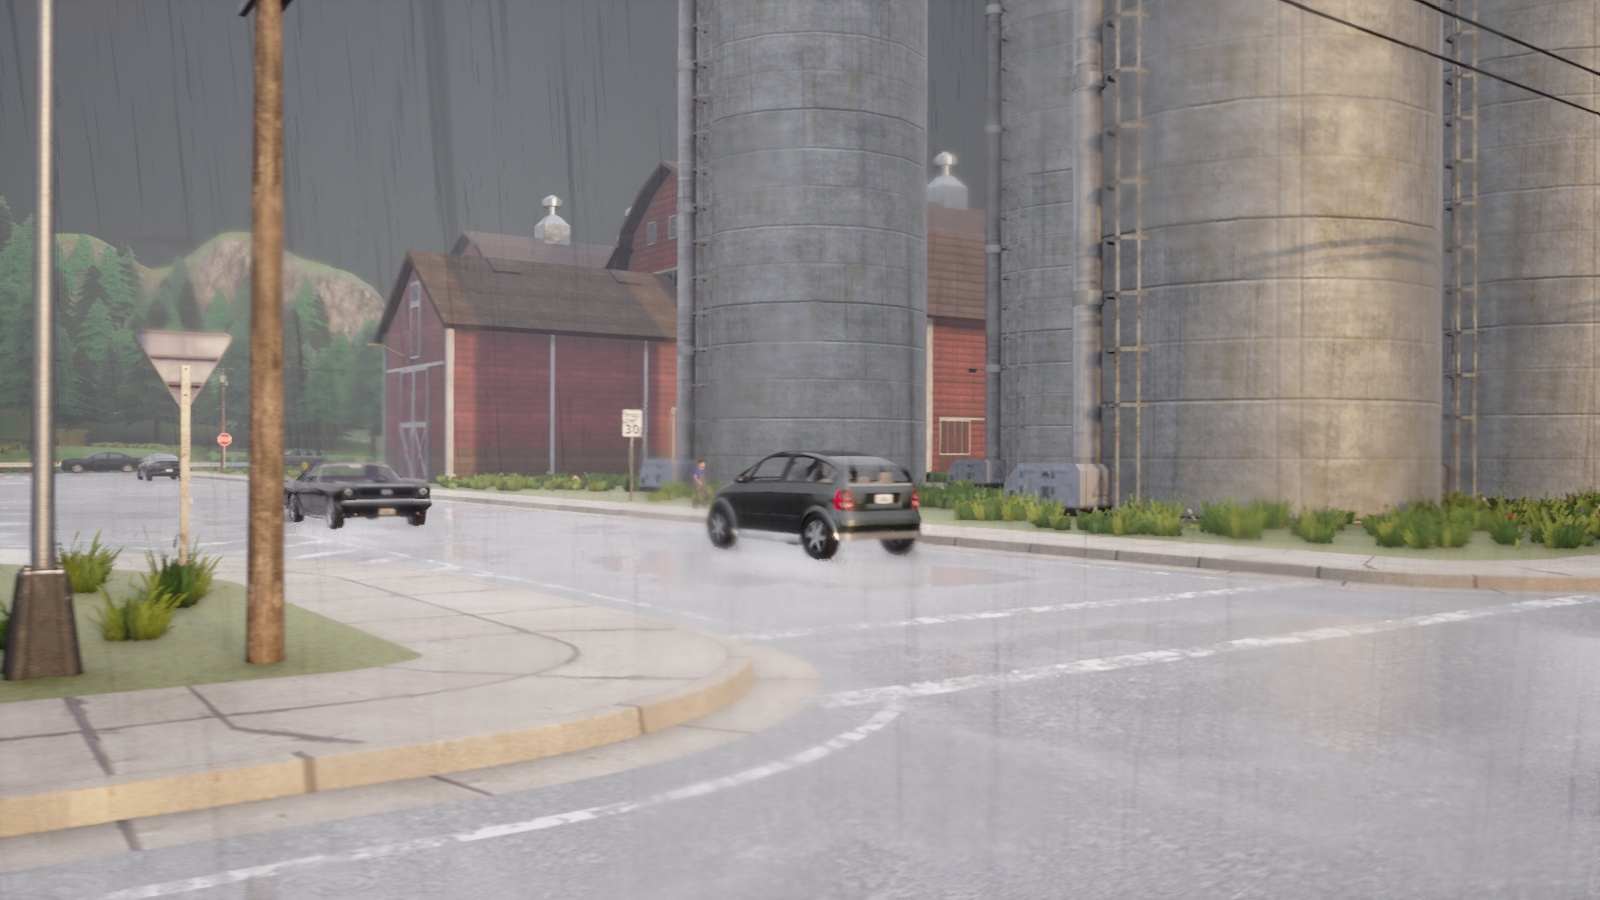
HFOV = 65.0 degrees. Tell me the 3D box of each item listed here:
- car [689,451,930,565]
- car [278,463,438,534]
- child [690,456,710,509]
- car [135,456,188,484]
[{"bbox_3d":[0.053,0.788,19.100,1.789,1.549,3.705,0,0,-37],"label":"car"},{"bbox_3d":[-9.288,0.941,26.128,1.895,1.301,4.718,0,0,-36],"label":"car"},{"bbox_3d":[-2.415,0.785,30.355,0.270,1.263,0.437,0,0,-45],"label":"child"},{"bbox_3d":[-33.649,1.020,66.104,1.812,1.442,4.674,0,0,-36],"label":"car"}]
